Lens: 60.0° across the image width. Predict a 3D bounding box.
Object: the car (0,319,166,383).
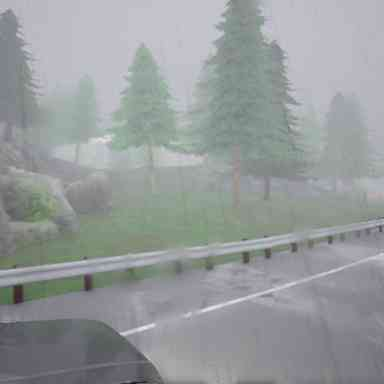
[{"bbox_3d":[-2.732,1.565,1.863,5.357,1.411,2.033,0,0,-35],"label":"car"}]
